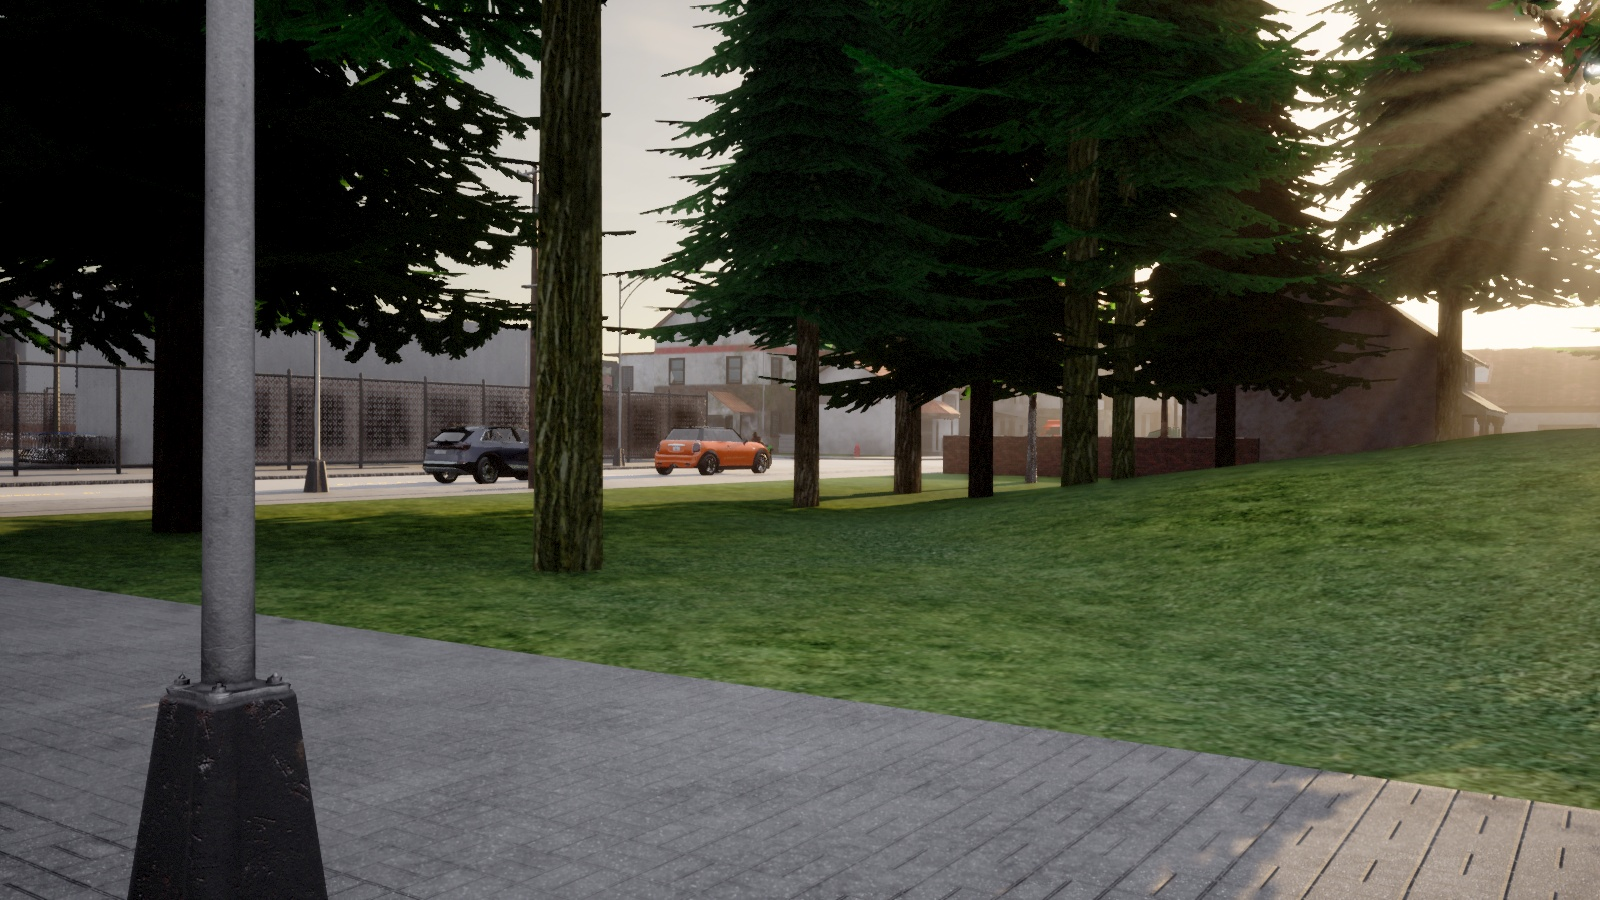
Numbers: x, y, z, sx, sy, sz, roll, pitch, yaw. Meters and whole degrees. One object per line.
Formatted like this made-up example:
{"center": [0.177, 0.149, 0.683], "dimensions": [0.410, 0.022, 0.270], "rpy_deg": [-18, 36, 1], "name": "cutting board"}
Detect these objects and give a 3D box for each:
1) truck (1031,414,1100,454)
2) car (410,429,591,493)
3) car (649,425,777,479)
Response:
{"center": [17.161, -1.016, 80.939], "dimensions": [2.627, 2.467, 5.204], "rpy_deg": [0, 1, 33], "name": "truck"}
{"center": [-8.315, 0.255, 35.293], "dimensions": [2.033, 1.649, 4.856], "rpy_deg": [0, 1, 34], "name": "car"}
{"center": [-2.931, 0.024, 43.387], "dimensions": [2.097, 1.767, 4.553], "rpy_deg": [0, 1, 33], "name": "car"}
